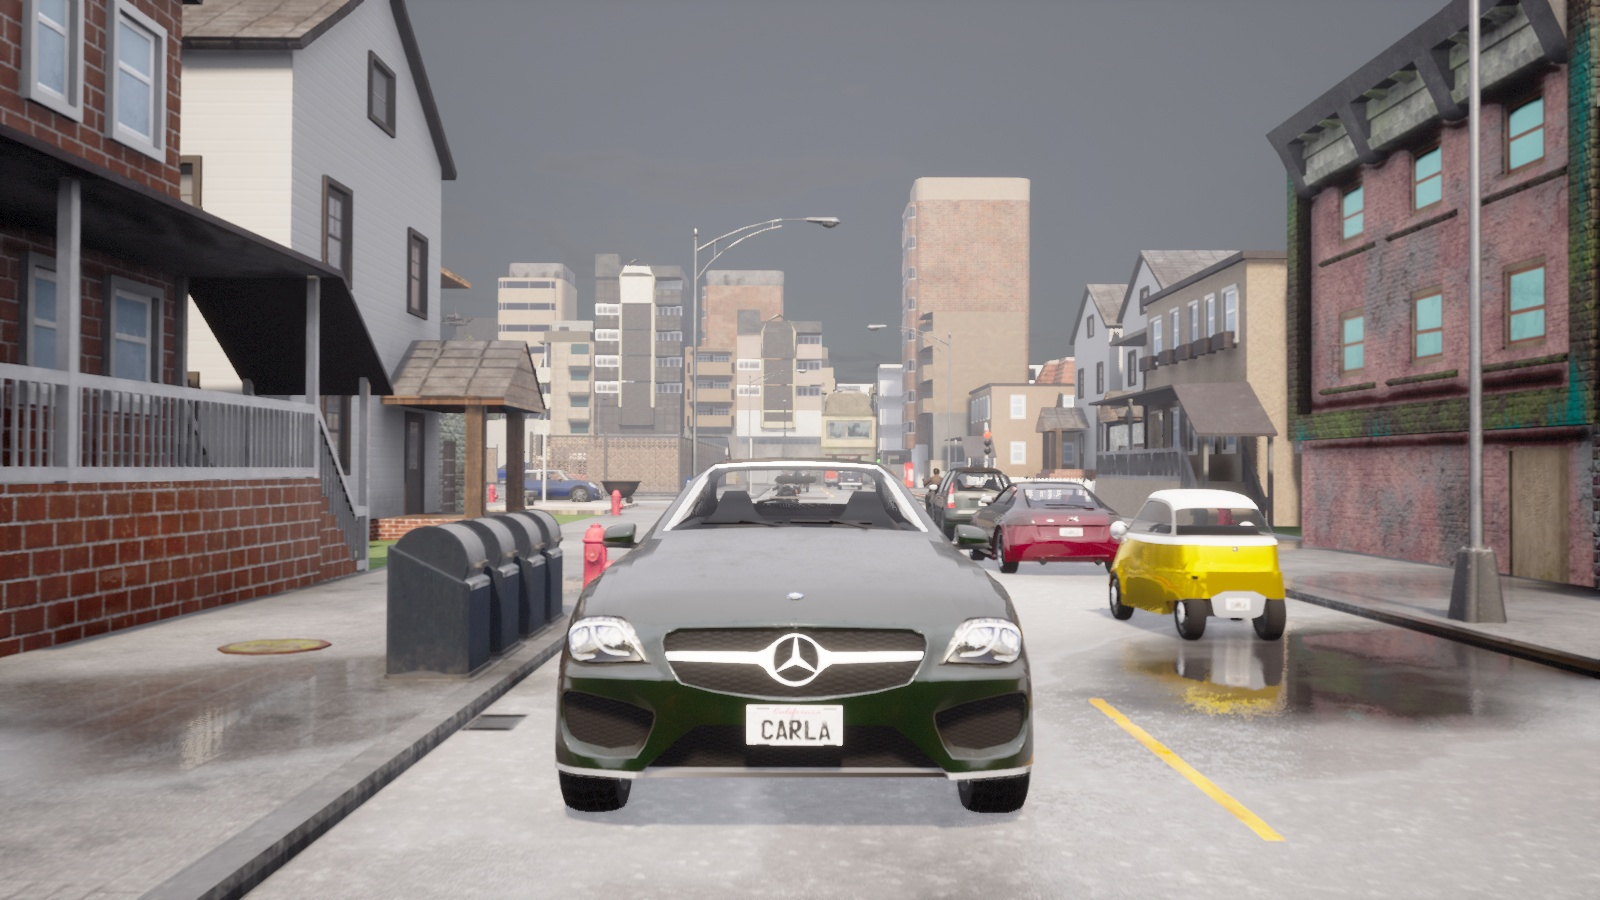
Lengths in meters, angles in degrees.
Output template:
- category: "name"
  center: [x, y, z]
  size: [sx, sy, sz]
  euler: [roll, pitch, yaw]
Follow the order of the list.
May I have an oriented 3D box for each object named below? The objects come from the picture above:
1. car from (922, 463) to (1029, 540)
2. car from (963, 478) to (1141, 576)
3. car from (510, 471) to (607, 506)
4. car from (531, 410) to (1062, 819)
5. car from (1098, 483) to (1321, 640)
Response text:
- category: "car"
  center: [3.927, 1.127, 28.698]
  size: [1.851, 1.617, 3.988]
  euler: [0, -1, 0]
- category: "car"
  center: [3.953, 1.168, 20.422]
  size: [1.994, 1.385, 4.181]
  euler: [0, -1, -1]
- category: "car"
  center: [-10.355, 1.633, 54.038]
  size: [3.806, 1.475, 1.970]
  euler: [0, -1, 0]
- category: "car"
  center: [-0.020, 0.706, 7.610]
  size: [2.152, 1.651, 5.027]
  euler: [0, -1, 0]
- category: "car"
  center: [3.968, 1.039, 12.464]
  size: [1.481, 1.376, 2.207]
  euler: [0, -1, 0]
